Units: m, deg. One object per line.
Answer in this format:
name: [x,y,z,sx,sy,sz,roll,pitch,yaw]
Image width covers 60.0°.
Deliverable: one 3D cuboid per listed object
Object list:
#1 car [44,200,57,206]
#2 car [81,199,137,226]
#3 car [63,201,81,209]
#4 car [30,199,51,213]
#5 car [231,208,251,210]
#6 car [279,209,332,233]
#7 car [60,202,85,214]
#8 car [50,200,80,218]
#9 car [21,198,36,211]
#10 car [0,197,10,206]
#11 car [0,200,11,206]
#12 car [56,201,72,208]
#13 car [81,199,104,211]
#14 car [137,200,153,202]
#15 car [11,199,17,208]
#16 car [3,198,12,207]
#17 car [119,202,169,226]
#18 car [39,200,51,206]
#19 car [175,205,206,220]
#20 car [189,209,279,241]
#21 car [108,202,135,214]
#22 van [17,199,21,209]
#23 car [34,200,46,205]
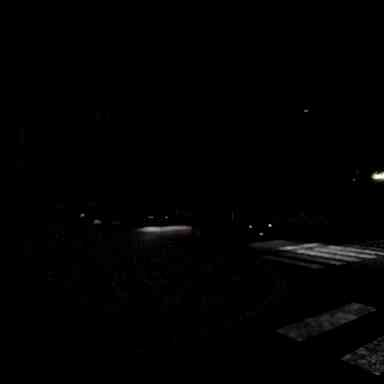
car: [-32.651,2.545,76.668,2.008,1.369,4.403,0,-1,-36]
car: [-6.606,1.597,26.110,2.192,1.841,5.009,0,-1,-36]
car: [-22.763,2.364,62.996,1.887,1.381,4.507,0,-1,-36]
car: [-19.789,2.057,44.336,2.008,1.369,4.403,0,-1,-36]
car: [3.603,1.911,26.537,1.887,1.381,4.507,0,-1,-36]
car: [6.799,1.838,22.117,1.752,1.417,4.829,0,-1,-36]
car: [-15.457,2.038,42.825,1.812,1.442,4.674,1,-1,-35]
car: [-13.198,1.834,35.223,1.967,1.590,4.097,0,-1,-36]
car: [-23.085,1.878,48.896,2.192,1.841,5.009,0,-1,-36]
car: [-39.563,2.293,71.680,1.967,1.590,4.097,0,-1,-36]
car: [-42.859,2.457,76.236,1.887,1.381,4.507,0,-1,-36]
car: [-26.059,2.443,67.553,1.947,1.339,4.313,0,-1,-36]
car: [-16.172,2.019,53.884,2.192,1.841,5.009,0,-1,-36]
car: [-6.284,1.850,40.212,2.192,1.841,5.009,0,-1,-36]
car: [-29.676,2.118,58.009,1.967,1.590,4.097,0,-1,-36]
car: [-36.267,2.339,67.121,1.887,1.381,4.507,0,-1,-36]
car: [-3.695,1.816,26.478,1.837,1.490,4.892,1,-1,-36]
car: [-36.046,2.580,81.363,1.752,1.417,4.829,0,-1,-36]
car: [0.208,1.950,31.232,1.752,1.417,4.829,0,-1,-36]
car: [2.166,1.813,18.412,1.895,1.301,4.718,1,-1,-37]
car: [-9.580,2.136,44.767,1.887,1.381,4.507,0,-1,-36]
van: [-26.381,1.962,53.453,1.690,1.788,3.998,0,-1,-36]
car: [-39.243,2.677,85.783,1.947,1.339,4.313,0,-1,-36]
